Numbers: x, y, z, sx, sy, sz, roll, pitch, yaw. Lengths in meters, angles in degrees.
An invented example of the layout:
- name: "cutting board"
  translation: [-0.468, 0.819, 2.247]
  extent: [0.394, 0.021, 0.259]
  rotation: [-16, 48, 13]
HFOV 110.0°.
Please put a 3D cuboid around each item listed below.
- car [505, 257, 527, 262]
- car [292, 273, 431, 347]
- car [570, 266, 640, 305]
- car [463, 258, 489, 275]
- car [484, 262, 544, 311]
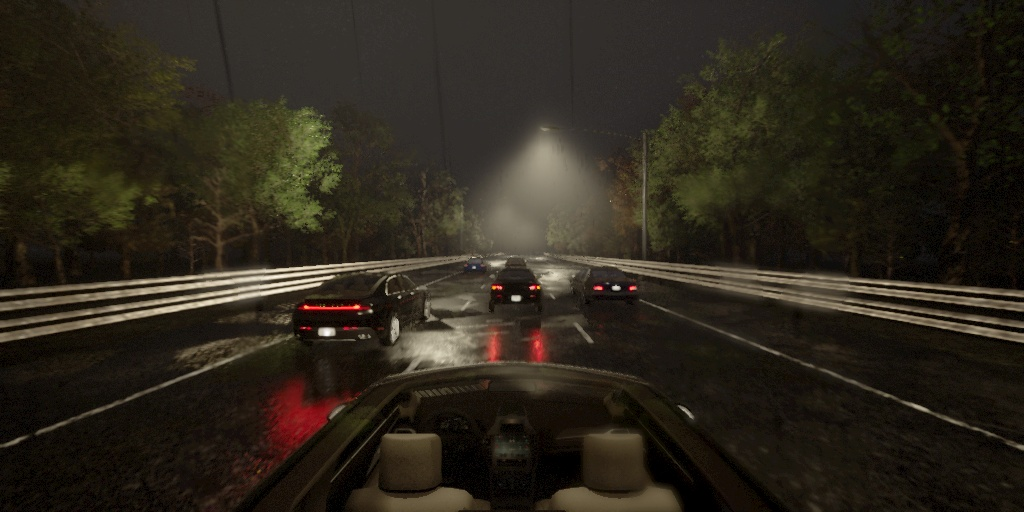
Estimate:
- name: "car"
  translation: [0.358, 0.791, 33.868]
  extent: [1.882, 1.535, 5.008]
  rotation: [0, 0, 1]
- name: "car"
  translation: [-3.382, 1.152, 8.987]
  extent: [1.837, 1.490, 4.892]
  rotation: [0, 0, 0]
- name: "car"
  translation: [3.637, 1.120, 14.889]
  extent: [2.033, 1.411, 5.357]
  rotation: [0, 1, 1]
- name: "car"
  translation: [-3.164, 0.897, 32.232]
  extent: [1.994, 1.385, 4.181]
  rotation: [0, 1, 1]
- name: "car"
  translation: [0.139, 1.120, 13.341]
  extent: [1.812, 1.442, 4.674]
  rotation: [0, 0, 0]
